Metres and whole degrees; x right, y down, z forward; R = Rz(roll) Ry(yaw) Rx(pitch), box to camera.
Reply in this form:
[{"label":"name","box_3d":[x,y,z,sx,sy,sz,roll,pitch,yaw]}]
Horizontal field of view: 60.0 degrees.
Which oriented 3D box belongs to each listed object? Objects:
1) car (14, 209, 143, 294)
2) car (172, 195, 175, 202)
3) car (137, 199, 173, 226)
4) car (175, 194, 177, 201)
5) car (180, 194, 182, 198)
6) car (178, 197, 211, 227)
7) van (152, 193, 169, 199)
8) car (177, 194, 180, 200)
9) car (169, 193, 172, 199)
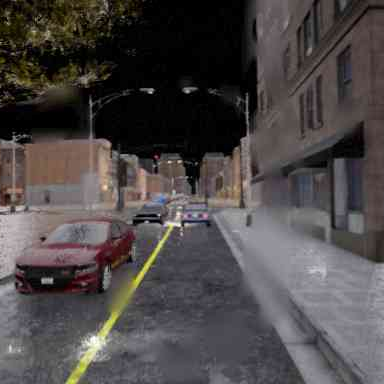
[{"label":"car","box_3d":[-2.782,1.461,9.011,1.882,1.535,5.008,-1,0,1]},{"label":"car","box_3d":[-4.690,1.060,57.069,2.192,1.841,5.009,1,0,1]},{"label":"car","box_3d":[-2.580,1.388,21.574,1.895,1.301,4.718,-1,1,1]},{"label":"car","box_3d":[-4.564,1.344,67.647,1.887,1.381,4.507,1,0,1]},{"label":"car","box_3d":[-4.305,1.495,88.807,1.887,1.381,4.507,1,0,1]},{"label":"car","box_3d":[0.242,1.312,20.971,2.033,1.411,5.357,-1,1,1]},{"label":"van","box_3d":[-4.792,1.051,48.764,1.690,1.788,3.998,1,0,1]},{"label":"car","box_3d":[-4.435,1.449,78.227,1.802,1.307,4.206,1,0,1]},{"label":"car","box_3d":[-4.755,1.275,52.083,2.008,1.369,4.403,1,0,1]}]
